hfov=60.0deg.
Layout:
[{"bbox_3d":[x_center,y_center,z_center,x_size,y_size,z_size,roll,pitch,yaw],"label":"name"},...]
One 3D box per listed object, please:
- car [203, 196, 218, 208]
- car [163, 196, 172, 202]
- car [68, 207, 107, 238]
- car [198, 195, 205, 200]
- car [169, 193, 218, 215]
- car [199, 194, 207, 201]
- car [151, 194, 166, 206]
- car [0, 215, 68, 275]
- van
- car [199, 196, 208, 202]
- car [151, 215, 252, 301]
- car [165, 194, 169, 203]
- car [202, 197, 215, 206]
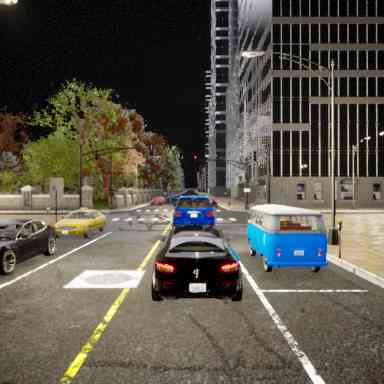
[{"bbox_3d":[2.667,1.418,48.569,1.967,1.590,4.097,0,0,0],"label":"car"},{"bbox_3d":[-5.730,1.541,76.974,1.802,1.307,4.206,0,0,0],"label":"car"},{"bbox_3d":[-5.827,1.519,17.672,1.752,1.417,4.829,0,0,0],"label":"car"},{"bbox_3d":[2.643,1.457,94.191,1.752,1.417,4.829,0,0,0],"label":"car"},{"bbox_3d":[0.091,1.214,18.518,2.150,2.045,5.566,0,0,0],"label":"car"},{"bbox_3d":[2.649,1.392,82.655,1.967,1.590,4.097,0,0,0],"label":"car"},{"bbox_3d":[-5.718,1.520,54.243,1.887,1.381,4.507,0,0,0],"label":"car"},{"bbox_3d":[-5.775,1.563,10.438,1.947,1.339,4.313,0,0,0],"label":"car"},{"bbox_3d":[2.769,1.338,10.444,1.690,1.788,3.998,0,0,0],"label":"van"},{"bbox_3d":[2.651,1.525,76.974,1.947,1.339,4.313,0,0,0],"label":"car"},{"bbox_3d":[0.098,1.524,8.168,1.812,1.442,4.674,0,0,0],"label":"car"},{"bbox_3d":[-5.721,1.523,59.926,2.008,1.369,4.403,0,0,0],"label":"car"},{"bbox_3d":[2.663,1.541,54.250,1.947,1.339,4.313,0,0,0],"label":"car"}]
